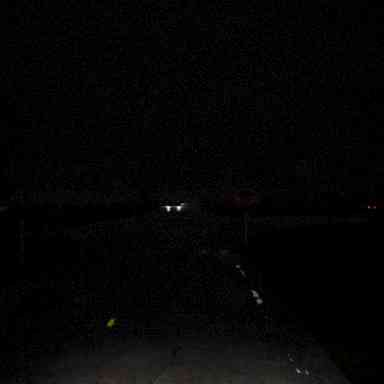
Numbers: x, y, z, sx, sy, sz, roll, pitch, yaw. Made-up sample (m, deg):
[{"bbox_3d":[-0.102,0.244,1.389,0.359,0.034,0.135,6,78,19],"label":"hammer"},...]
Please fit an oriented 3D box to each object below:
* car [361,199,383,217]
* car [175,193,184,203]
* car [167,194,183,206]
[{"bbox_3d":[13.866,0.929,21.336,5.357,1.411,2.033,-2,0,0],"label":"car"},{"bbox_3d":[-2.740,1.195,68.057,2.150,2.045,5.566,0,0,0],"label":"car"},{"bbox_3d":[-2.810,1.429,52.493,1.882,1.535,5.008,0,0,0],"label":"car"}]
